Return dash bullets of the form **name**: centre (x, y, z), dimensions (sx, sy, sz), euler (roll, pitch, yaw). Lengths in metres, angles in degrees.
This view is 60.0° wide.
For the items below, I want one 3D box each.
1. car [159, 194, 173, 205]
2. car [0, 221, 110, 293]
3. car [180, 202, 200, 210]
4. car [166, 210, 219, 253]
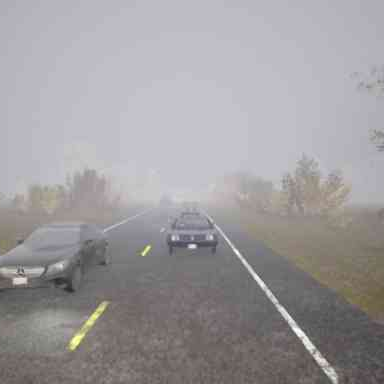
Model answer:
- **car**: centre (-4.756, 1.396, 60.909), dimensions (2.150, 2.045, 5.566), euler (0, 0, -3)
- **car**: centre (-3.543, 1.573, 9.145), dimensions (1.812, 1.442, 4.674), euler (0, 0, 0)
- **car**: centre (-0.174, 1.649, 32.785), dimensions (2.033, 1.411, 5.357), euler (0, 0, -1)
- **car**: centre (0.018, 1.653, 14.005), dimensions (1.895, 1.301, 4.718), euler (0, 0, 0)
